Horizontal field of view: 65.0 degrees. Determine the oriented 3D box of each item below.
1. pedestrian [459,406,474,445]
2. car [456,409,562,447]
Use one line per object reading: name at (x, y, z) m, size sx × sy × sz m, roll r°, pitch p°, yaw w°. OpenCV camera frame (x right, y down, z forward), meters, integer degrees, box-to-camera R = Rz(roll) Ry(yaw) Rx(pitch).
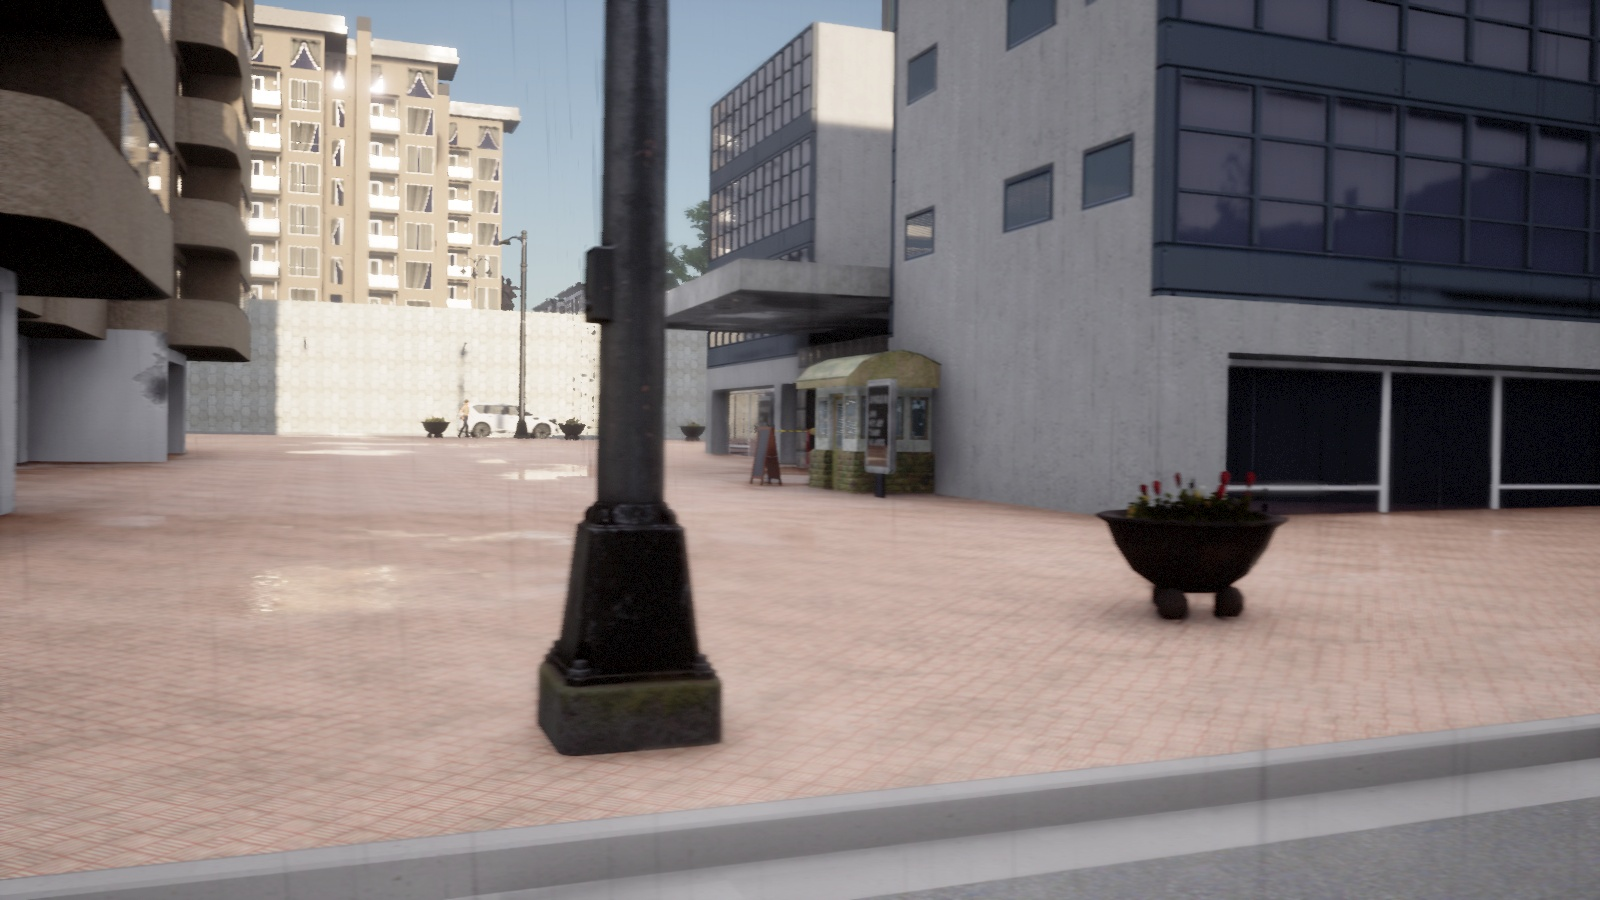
pedestrian at (-15.988, -1.172, 60.176) m, size 0.594 × 1.836 × 0.345 m, roll 0°, pitch 1°, yaw 14°
car at (-16.323, -1.253, 70.376) m, size 5.566 × 2.045 × 2.150 m, roll -1°, pitch 1°, yaw -19°
